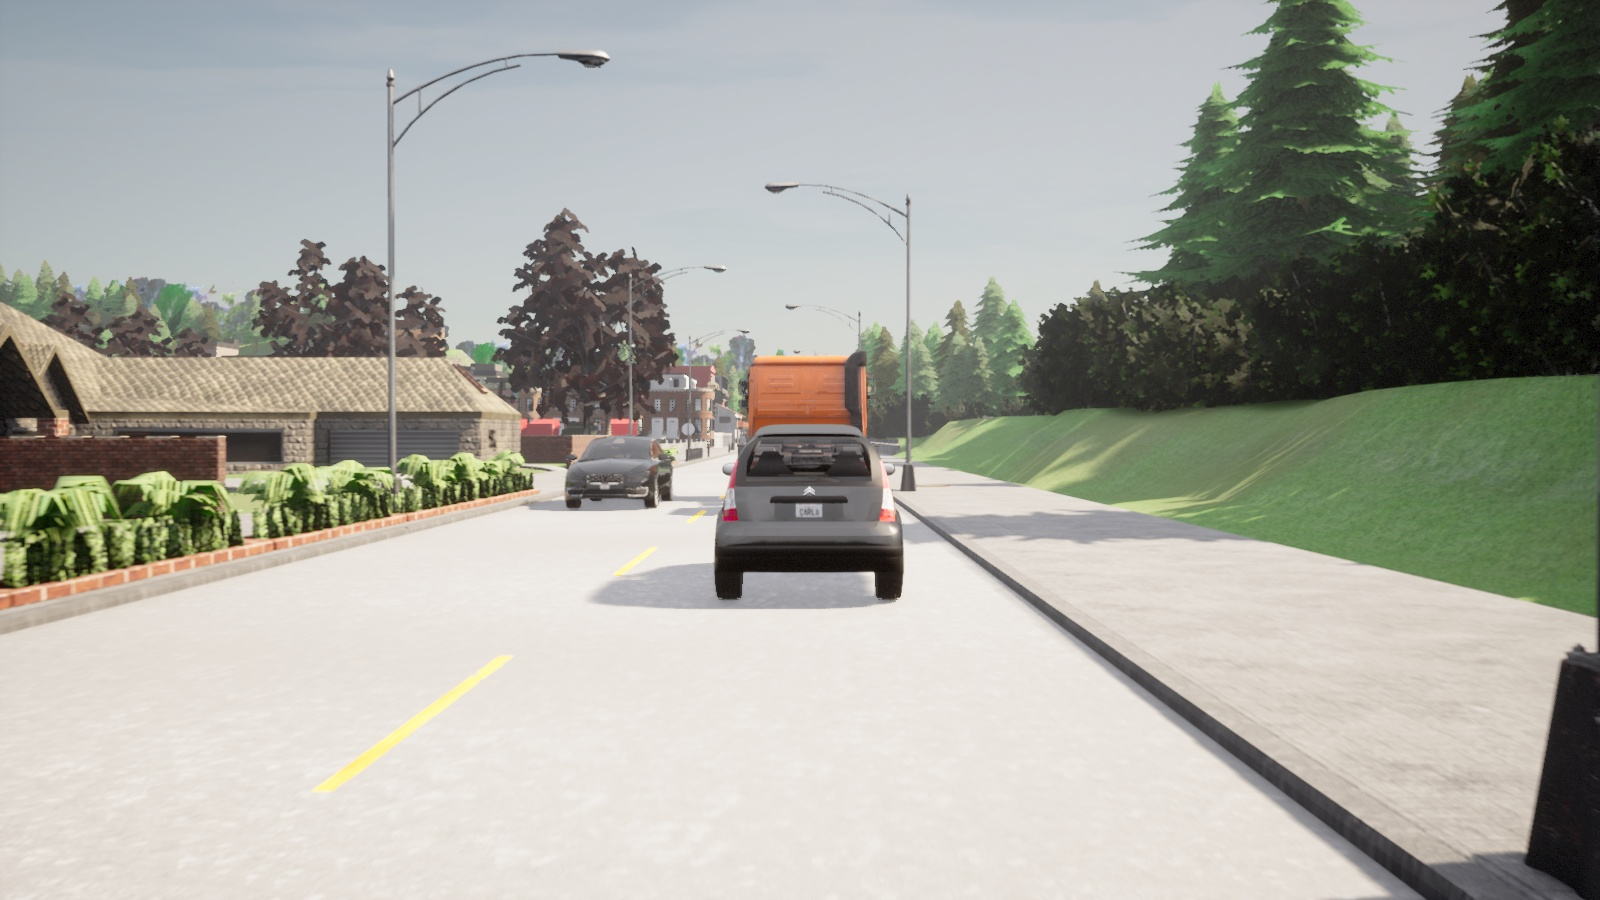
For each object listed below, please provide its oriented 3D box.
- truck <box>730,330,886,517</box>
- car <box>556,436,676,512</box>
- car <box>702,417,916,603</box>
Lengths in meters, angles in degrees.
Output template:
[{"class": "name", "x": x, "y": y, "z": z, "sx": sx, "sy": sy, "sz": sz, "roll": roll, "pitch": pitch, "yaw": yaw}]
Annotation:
[{"class": "truck", "x": 0.167, "y": -0.537, "z": 27.203, "sx": 2.891, "sy": 3.462, "sz": 7.936, "roll": 0, "pitch": 1, "yaw": 0}, {"class": "car", "x": -3.835, "y": 0.448, "z": 27.012, "sx": 1.837, "sy": 1.490, "sz": 4.892, "roll": 0, "pitch": 1, "yaw": 0}, {"class": "car", "x": 0.087, "y": 0.501, "z": 12.891, "sx": 1.851, "sy": 1.617, "sz": 3.988, "roll": 0, "pitch": 1, "yaw": 0}]
